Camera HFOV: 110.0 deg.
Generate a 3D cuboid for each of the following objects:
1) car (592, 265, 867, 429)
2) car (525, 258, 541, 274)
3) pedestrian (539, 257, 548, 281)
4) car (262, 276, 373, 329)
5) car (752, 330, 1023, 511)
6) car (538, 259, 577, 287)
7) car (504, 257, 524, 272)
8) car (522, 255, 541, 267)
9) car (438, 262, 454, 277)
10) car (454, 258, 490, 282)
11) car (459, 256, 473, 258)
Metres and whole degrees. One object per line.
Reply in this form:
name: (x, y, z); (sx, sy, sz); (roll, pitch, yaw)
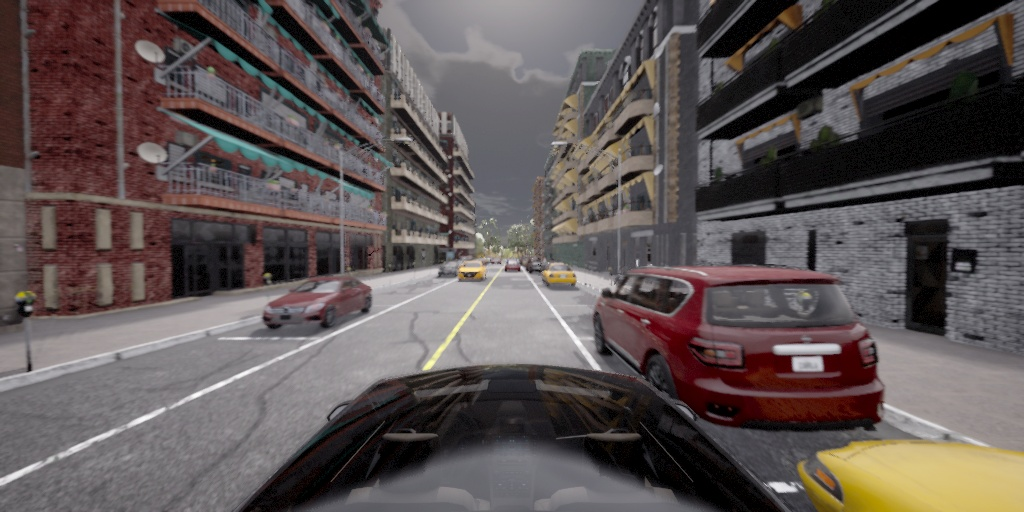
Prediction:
car: (2.697, 1.051, 5.635); (2.192, 1.841, 5.009); (0, 0, 0)
car: (2.702, 1.190, 38.780); (1.948, 1.339, 4.313); (0, 0, 0)
pedestrian: (2.433, 0.960, 26.655); (0.375, 1.860, 0.375); (-1, 1, 0)
car: (-5.687, 1.300, 11.115); (1.802, 1.307, 4.207); (0, 0, 0)
car: (2.700, 1.281, 0.281); (1.751, 1.417, 4.829); (0, 0, 0)
car: (3.008, 1.132, 23.679); (1.801, 1.575, 5.366); (0, 0, 0)
car: (0.080, 1.171, 43.949); (1.994, 1.385, 4.181); (0, 0, 0)
car: (2.704, 0.920, 44.304); (2.192, 1.841, 5.009); (0, 0, 0)
car: (-5.680, 1.194, 33.211); (2.007, 1.370, 4.403); (0, 0, 0)
car: (-3.079, 1.137, 28.450); (1.882, 1.535, 5.008); (0, 0, 0)
car: (-5.677, 0.921, 44.258); (2.192, 1.841, 5.009); (0, 0, 0)
